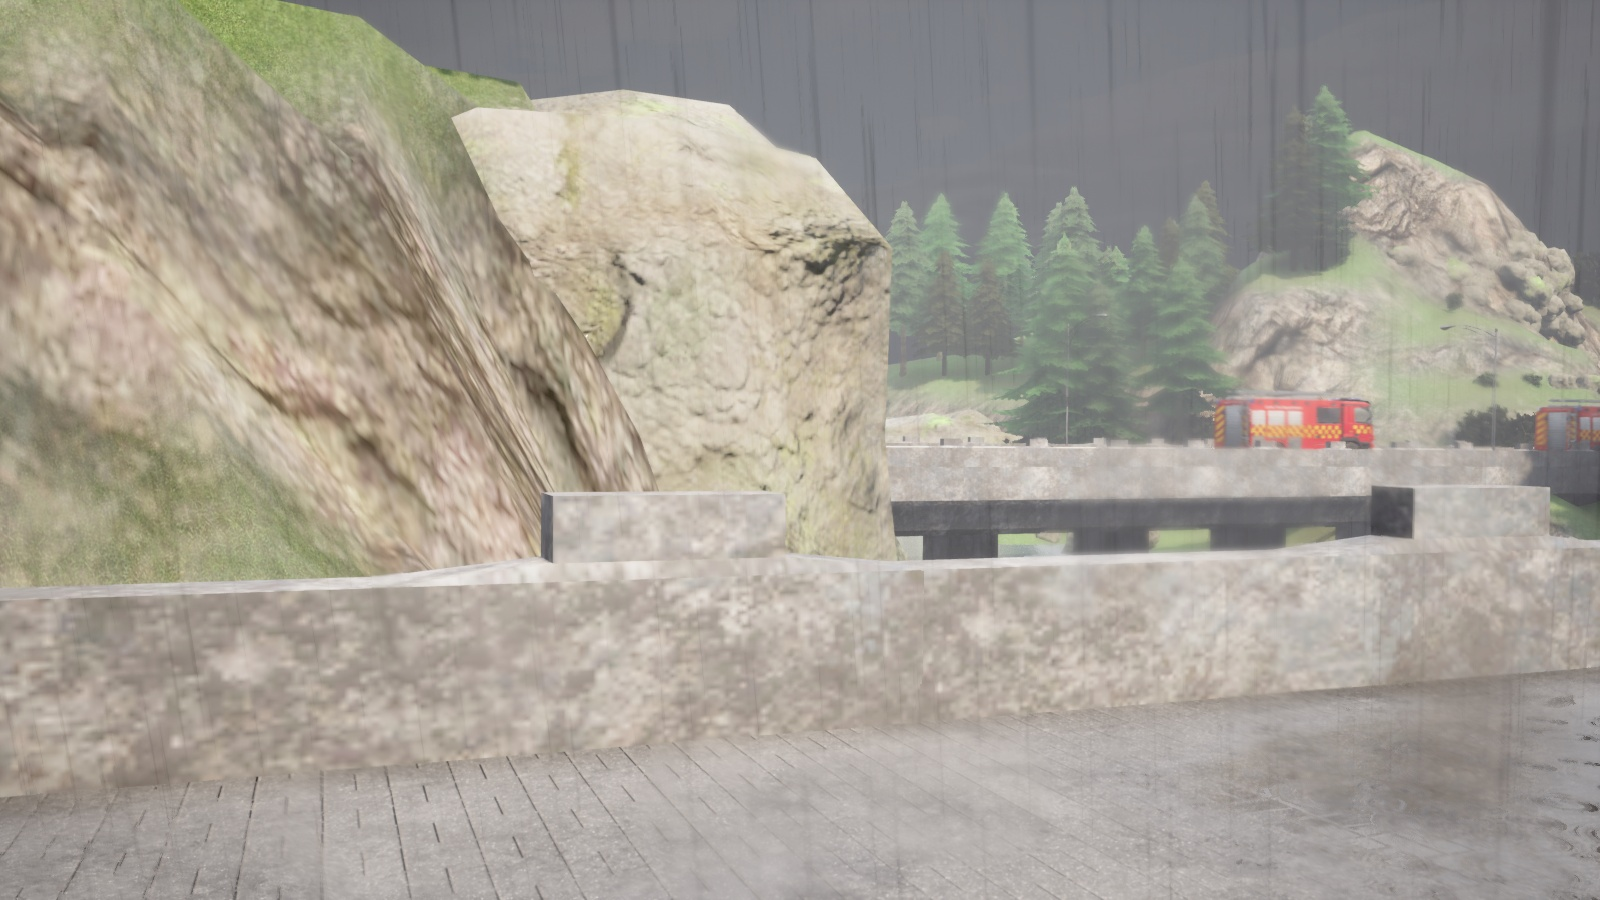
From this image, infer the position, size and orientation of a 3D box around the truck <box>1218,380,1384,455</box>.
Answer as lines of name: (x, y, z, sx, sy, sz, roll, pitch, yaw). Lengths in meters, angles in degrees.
truck: (26.708, -1.743, 66.877, 8.468, 3.827, 2.891, -1, 1, -21)

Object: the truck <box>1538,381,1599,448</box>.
truck: (48.582, -2.115, 75.201, 8.468, 3.827, 2.891, -1, 1, -21)
